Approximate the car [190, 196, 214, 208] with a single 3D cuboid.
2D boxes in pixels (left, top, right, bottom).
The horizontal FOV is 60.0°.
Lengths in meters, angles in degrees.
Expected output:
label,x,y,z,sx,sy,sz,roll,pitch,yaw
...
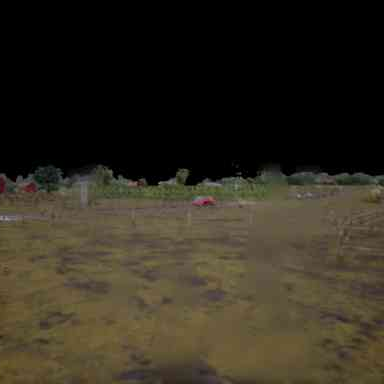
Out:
label,x,y,z,sx,sy,sz,roll,pitch,yaw
car,1.865,1.773,60.927,2.150,2.045,5.566,-1,-1,36
